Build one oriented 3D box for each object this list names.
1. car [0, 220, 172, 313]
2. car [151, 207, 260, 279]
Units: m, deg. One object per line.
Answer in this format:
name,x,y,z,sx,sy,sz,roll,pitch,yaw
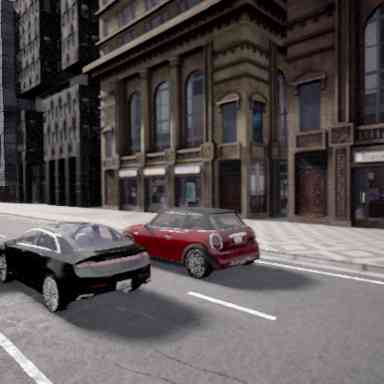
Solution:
car,-2.947,1.455,7.724,2.128,1.511,4.902,-2,1,-45
car,-0.314,1.244,10.033,2.097,1.767,4.553,-2,1,-45
